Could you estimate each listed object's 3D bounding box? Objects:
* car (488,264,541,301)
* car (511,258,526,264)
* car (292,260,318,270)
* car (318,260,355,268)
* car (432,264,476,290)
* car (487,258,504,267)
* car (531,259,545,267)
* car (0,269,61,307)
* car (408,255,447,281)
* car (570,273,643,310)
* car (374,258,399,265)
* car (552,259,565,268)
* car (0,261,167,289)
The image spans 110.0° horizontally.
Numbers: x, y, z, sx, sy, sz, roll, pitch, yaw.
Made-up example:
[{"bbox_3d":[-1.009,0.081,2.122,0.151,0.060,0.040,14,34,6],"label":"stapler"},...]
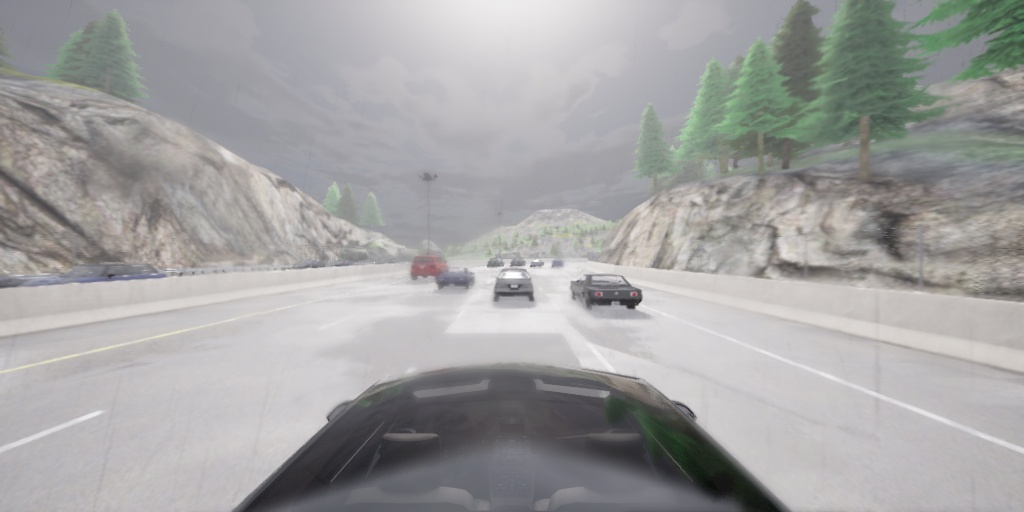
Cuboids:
[{"bbox_3d":[0.089,1.298,17.336,2.033,1.411,5.357,0,0,0],"label":"car"},{"bbox_3d":[1.162,1.104,63.836,2.097,1.767,4.553,0,0,13],"label":"car"},{"bbox_3d":[-26.721,1.233,47.373,2.128,1.511,4.902,0,0,7],"label":"car"},{"bbox_3d":[-23.109,1.233,48.160,2.128,1.511,4.902,0,0,7],"label":"car"},{"bbox_3d":[-3.404,1.350,22.608,1.895,1.301,4.718,0,0,0],"label":"car"},{"bbox_3d":[-2.763,1.102,62.556,2.097,1.767,4.553,0,0,13],"label":"car"},{"bbox_3d":[4.558,1.301,63.834,2.033,1.411,5.357,0,0,14],"label":"car"},{"bbox_3d":[-21.110,1.290,13.277,2.033,1.411,5.357,0,0,0],"label":"car"},{"bbox_3d":[-6.819,0.971,30.212,2.150,2.045,5.566,0,0,2],"label":"car"},{"bbox_3d":[3.590,1.353,14.612,1.895,1.301,4.718,0,0,0],"label":"car"},{"bbox_3d":[-18.780,1.097,53.912,2.097,1.767,4.553,0,0,9],"label":"car"},{"bbox_3d":[8.303,1.233,63.631,1.882,1.535,5.008,0,0,13],"label":"car"},{"bbox_3d":[-17.597,1.096,15.321,2.097,1.767,4.553,0,0,0],"label":"car"}]
